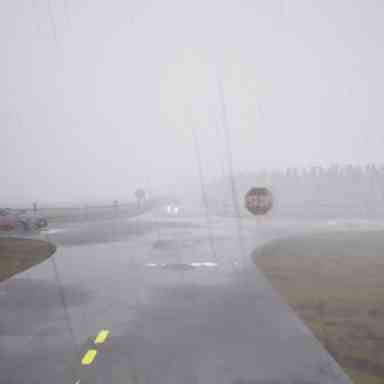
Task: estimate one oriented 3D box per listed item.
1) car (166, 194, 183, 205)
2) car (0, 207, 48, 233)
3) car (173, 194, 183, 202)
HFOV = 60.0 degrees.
[{"bbox_3d":[-2.823,1.186,49.914,2.128,1.511,4.902,0,0,0],"label":"car"},{"bbox_3d":[-10.525,1.587,18.948,4.181,1.385,1.994,0,0,0],"label":"car"},{"bbox_3d":[-2.769,1.145,65.883,1.812,1.442,4.674,0,0,0],"label":"car"}]
